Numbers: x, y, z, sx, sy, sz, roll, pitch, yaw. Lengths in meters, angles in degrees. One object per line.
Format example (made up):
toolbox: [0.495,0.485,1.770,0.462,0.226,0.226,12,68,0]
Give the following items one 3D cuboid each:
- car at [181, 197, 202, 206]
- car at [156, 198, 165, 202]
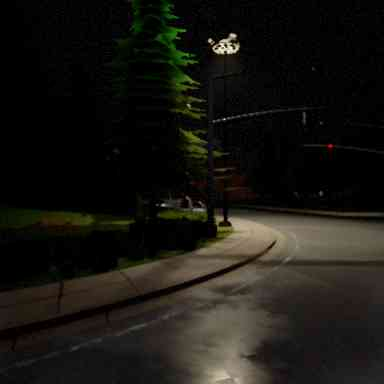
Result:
car: [-0.140,1.504,48.784,2.097,1.767,4.553,0,0,-18]
car: [-7.087,1.820,69.055,1.895,1.301,4.718,0,0,-20]
